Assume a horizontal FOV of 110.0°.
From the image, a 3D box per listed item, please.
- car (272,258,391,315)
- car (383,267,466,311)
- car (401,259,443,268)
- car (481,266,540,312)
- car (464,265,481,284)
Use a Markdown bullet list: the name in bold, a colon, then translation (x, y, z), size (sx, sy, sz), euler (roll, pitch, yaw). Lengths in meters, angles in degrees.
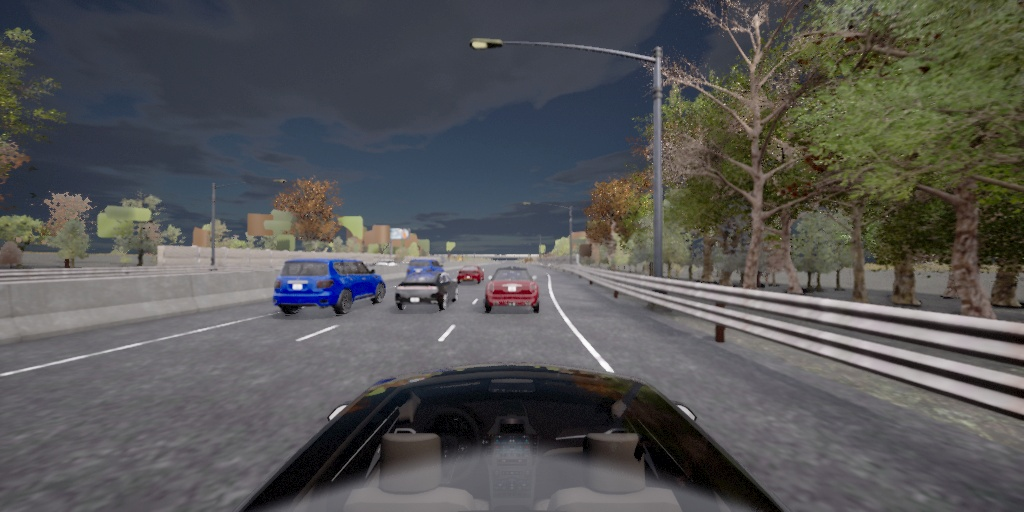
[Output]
- **car**: translation (-6.993, 1.112, 14.397), size (2.150, 2.045, 5.566), euler (0, 0, 0)
- **car**: translation (-3.480, 1.390, 15.342), size (2.128, 1.511, 4.902), euler (0, 0, 1)
- **car**: translation (-6.997, 1.281, 29.427), size (2.150, 2.045, 5.566), euler (0, 0, 0)
- **car**: translation (0.019, 1.248, 15.259), size (2.097, 1.767, 4.553), euler (0, -1, 0)
- **car**: translation (-3.478, 1.553, 31.085), size (1.882, 1.535, 5.008), euler (0, 0, 1)
